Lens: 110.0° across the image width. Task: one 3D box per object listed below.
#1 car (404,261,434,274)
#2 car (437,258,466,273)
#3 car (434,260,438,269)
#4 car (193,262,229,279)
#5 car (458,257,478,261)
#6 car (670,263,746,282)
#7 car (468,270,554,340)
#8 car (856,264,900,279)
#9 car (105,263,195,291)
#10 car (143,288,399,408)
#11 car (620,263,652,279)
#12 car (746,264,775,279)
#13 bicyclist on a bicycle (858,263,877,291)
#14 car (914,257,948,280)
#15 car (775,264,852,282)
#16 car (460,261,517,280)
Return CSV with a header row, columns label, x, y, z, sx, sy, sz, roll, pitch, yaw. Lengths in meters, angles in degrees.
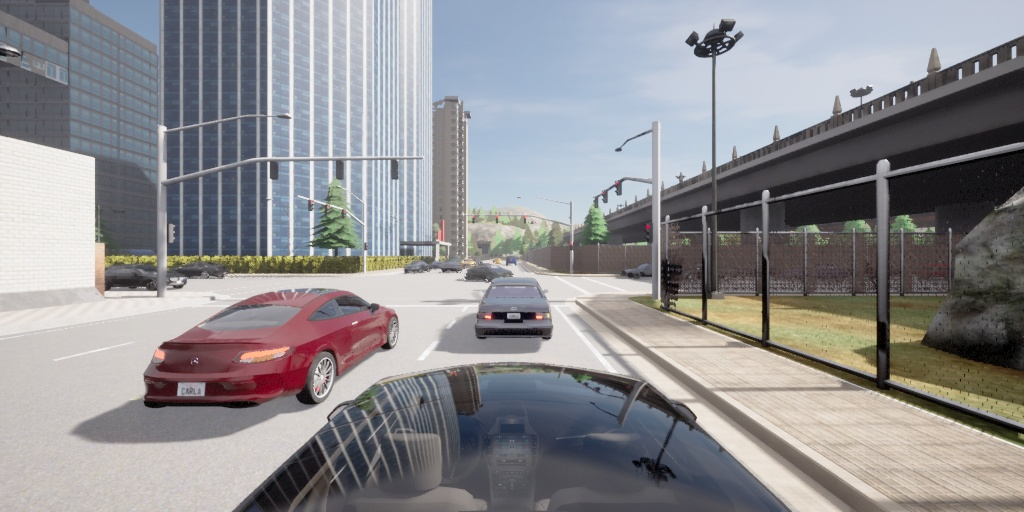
label,x,y,z,sx,sy,sz,roll,pitch,yaw
car,-10.881,1.275,41.258,1.812,1.442,4.674,0,0,4
car,-7.158,1.297,43.059,2.033,1.411,5.357,0,0,-1
car,-10.705,1.314,51.959,1.994,1.385,4.181,0,0,-1
car,-28.517,1.310,32.522,4.892,1.490,1.837,0,0,-1
car,-7.204,1.227,58.879,1.882,1.535,5.008,0,0,0
car,15.660,1.297,29.145,4.902,1.511,2.128,0,0,0
car,0.078,1.297,9.994,2.033,1.411,5.357,0,0,1
car,32.233,1.406,32.708,4.718,1.301,1.895,0,0,0
car,-22.587,1.331,21.799,4.674,1.442,1.812,0,0,0
car,-3.450,1.276,6.174,1.812,1.442,4.674,0,0,0
car,12.716,1.353,32.632,5.357,1.411,2.033,0,0,0
car,22.306,1.406,32.674,4.718,1.301,1.895,0,0,0
bicyclist on a bicycle,18.263,1.106,18.173,0.582,1.620,1.656,0,0,0
car,36.329,1.029,29.216,5.566,2.045,2.150,0,0,0
car,24.616,1.331,29.173,4.674,1.442,1.812,0,0,0
car,-1.841,1.340,28.622,4.181,1.385,1.994,0,0,43
